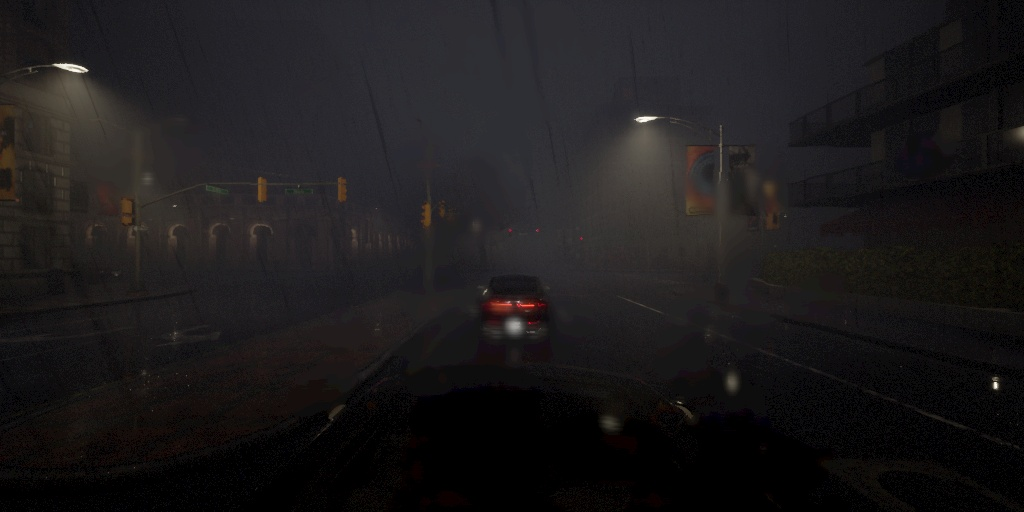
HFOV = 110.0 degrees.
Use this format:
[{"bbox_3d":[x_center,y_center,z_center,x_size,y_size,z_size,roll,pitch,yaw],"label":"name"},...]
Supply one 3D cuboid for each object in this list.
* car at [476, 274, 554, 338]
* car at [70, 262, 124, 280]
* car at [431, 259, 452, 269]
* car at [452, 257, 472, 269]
[{"bbox_3d":[0.079,1.255,10.104,1.837,1.490,4.892,0,0,0],"label":"car"},{"bbox_3d":[-33.895,1.241,28.511,4.902,1.511,2.128,0,0,0],"label":"car"},{"bbox_3d":[-11.531,1.276,58.528,1.812,1.442,4.674,0,0,0],"label":"car"},{"bbox_3d":[-8.040,1.276,58.302,1.812,1.442,4.674,0,0,0],"label":"car"}]
